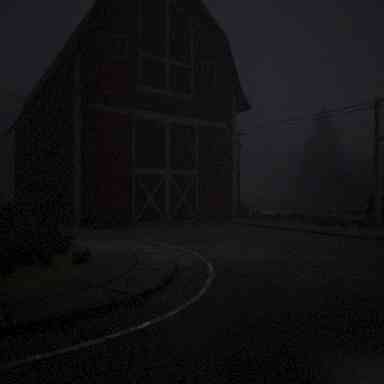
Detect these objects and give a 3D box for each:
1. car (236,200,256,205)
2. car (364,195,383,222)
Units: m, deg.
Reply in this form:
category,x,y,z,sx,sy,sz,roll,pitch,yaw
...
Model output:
category,x,y,z,sx,sy,sz,roll,pitch,yaw
car,5.433,1.627,38.881,1.895,1.301,4.718,0,0,-34
car,15.634,1.246,24.309,2.150,2.045,5.566,0,0,-38
